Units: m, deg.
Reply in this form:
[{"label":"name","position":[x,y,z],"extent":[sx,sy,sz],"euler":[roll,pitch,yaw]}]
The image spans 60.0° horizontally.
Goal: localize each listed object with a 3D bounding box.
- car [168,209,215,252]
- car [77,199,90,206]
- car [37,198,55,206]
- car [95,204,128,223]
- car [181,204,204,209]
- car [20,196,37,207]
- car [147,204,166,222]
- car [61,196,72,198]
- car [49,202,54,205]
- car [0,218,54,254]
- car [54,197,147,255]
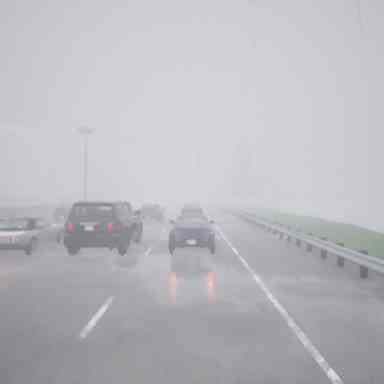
[{"label":"car","position":[0.004,1.664,14.381],"extent":[1.812,1.442,4.674],"euler":[0,0,0]},{"label":"car","position":[-22.426,2.156,69.043],"extent":[1.837,1.490,4.892],"euler":[0,-1,-8]},{"label":"car","position":[-29.307,2.000,67.745],"extent":[2.097,1.767,4.553],"euler":[0,-1,-8]},{"label":"car","position":[-6.998,1.806,29.404],"extent":[1.812,1.442,4.674],"euler":[0,0,0]},{"label":"car","position":[0.003,1.759,29.484],"extent":[1.882,1.535,5.008],"euler":[0,0,0]},{"label":"car","position":[-32.744,1.861,67.019],"extent":[2.150,2.045,5.566],"euler":[0,-1,-8]},{"label":"car","position":[-3.499,1.787,29.318],"extent":[1.837,1.490,4.892],"euler":[0,0,0]},{"label":"car","position":[-25.860,1.875,68.352],"extent":[2.150,2.045,5.566],"euler":[0,-1,-8]},{"label":"car","position":[-10.499,1.787,29.312],"extent":[1.837,1.490,4.892],"euler":[0,0,0]},{"label":"car","position":[-7.000,1.736,14.108],"extent":[1.895,1.301,4.718],"euler":[0,-1,0]},{"label":"car","position":[-3.501,1.351,14.021],"extent":[2.150,2.045,5.566],"euler":[0,0,0]}]
